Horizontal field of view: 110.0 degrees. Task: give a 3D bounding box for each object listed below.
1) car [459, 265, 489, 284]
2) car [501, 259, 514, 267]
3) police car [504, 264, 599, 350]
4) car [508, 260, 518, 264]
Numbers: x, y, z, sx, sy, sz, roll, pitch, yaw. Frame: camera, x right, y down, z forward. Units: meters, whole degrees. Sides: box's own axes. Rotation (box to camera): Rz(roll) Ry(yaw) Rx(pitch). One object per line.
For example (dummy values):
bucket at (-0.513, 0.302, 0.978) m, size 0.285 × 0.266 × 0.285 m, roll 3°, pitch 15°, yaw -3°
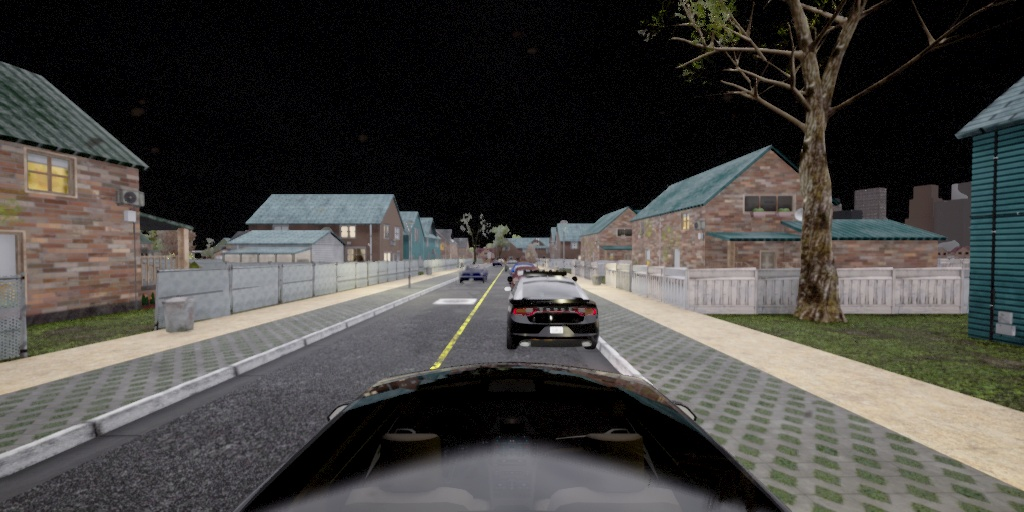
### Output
car at (-2.852, 1.364, 27.433) m, size 1.895 × 1.301 × 4.718 m, roll 0°, pitch 0°, yaw 0°
car at (0.031, 1.294, 47.617) m, size 2.128 × 1.511 × 4.902 m, roll 0°, pitch 0°, yaw 0°
police car at (0.826, 1.174, 9.238) m, size 1.930 × 1.638 × 5.238 m, roll 0°, pitch 0°, yaw 0°
car at (0.823, 1.238, 25.132) m, size 1.882 × 1.535 × 5.008 m, roll 0°, pitch 0°, yaw 0°
